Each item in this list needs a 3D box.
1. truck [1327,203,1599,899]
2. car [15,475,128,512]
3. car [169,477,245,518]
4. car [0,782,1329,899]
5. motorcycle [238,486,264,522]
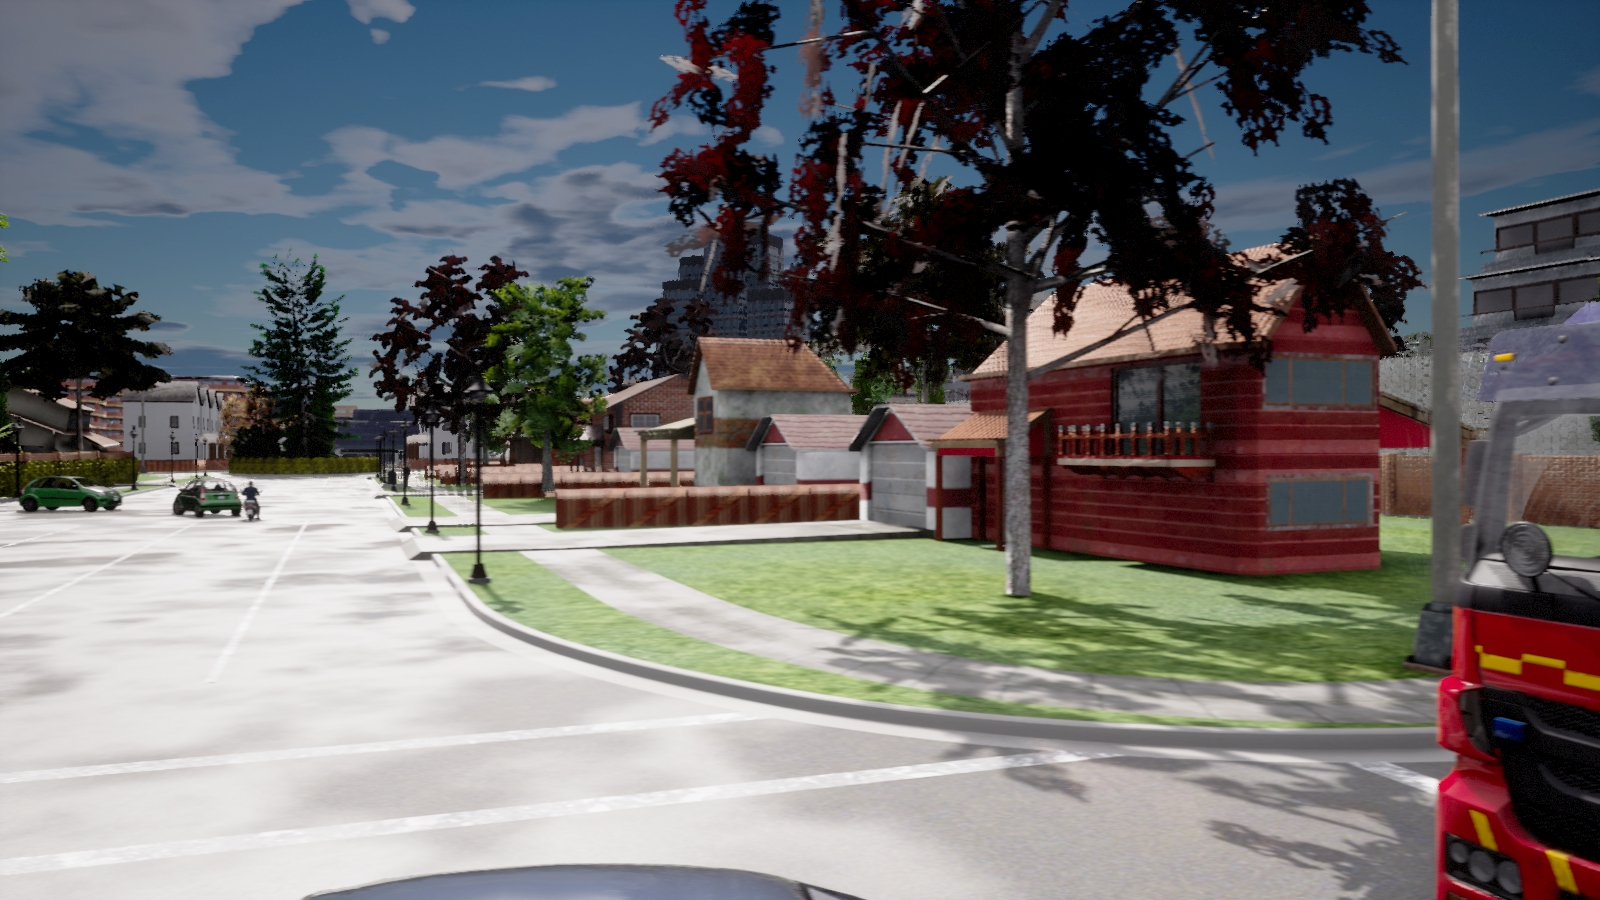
[{"bbox_3d":[7.310,0.878,6.207,8.468,3.827,2.891,0,0,-20],"label":"truck"},{"bbox_3d":[-33.465,2.002,52.559,3.988,1.617,1.851,0,0,0],"label":"car"},{"bbox_3d":[-25.916,2.056,49.887,1.851,1.617,3.988,0,0,-45],"label":"car"},{"bbox_3d":[-1.045,2.102,3.365,5.357,1.411,2.033,0,0,-9],"label":"car"},{"bbox_3d":[-22.289,2.179,46.393,0.856,1.341,1.805,0,0,-22],"label":"motorcycle"}]
